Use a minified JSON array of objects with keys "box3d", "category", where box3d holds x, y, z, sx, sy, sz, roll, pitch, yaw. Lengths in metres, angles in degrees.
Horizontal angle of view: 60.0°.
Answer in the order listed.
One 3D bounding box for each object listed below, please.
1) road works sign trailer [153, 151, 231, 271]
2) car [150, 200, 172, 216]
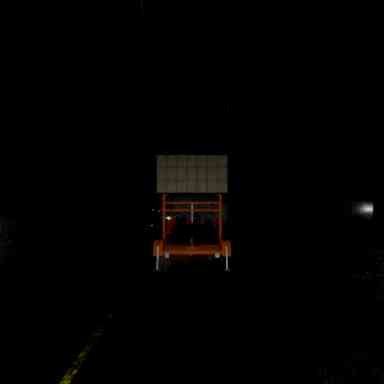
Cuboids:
[{"box3d":[0.007,0.466,10.942,2.380,3.560,2.880,0,0,0],"category":"road works sign trailer"},{"box3d":[-2.975,1.523,32.457,1.837,1.490,4.892,0,0,0],"category":"car"}]
